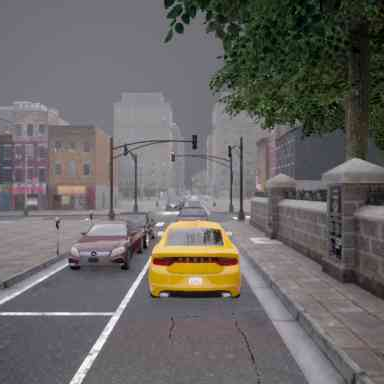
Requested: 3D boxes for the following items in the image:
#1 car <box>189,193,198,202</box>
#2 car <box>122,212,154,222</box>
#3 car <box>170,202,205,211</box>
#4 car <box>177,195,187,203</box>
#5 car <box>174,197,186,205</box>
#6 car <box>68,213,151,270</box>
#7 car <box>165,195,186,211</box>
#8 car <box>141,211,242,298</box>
[{"bbox_3d":[0.368,1.508,66.839,1.812,1.442,4.674,0,0,0],"label":"car"},{"bbox_3d":[-2.621,1.565,14.629,1.947,1.339,4.313,0,0,0],"label":"car"},{"bbox_3d":[0.026,1.546,19.050,2.033,1.411,5.357,0,0,0],"label":"car"},{"bbox_3d":[-2.132,1.480,71.825,1.837,1.490,4.892,0,0,0],"label":"car"},{"bbox_3d":[-2.201,1.586,61.624,1.895,1.301,4.718,0,0,0],"label":"car"},{"bbox_3d":[-2.625,1.581,10.966,1.802,1.307,4.206,0,0,0],"label":"car"},{"bbox_3d":[-2.239,1.482,41.628,2.128,1.511,4.902,0,0,0],"label":"car"},{"bbox_3d":[0.076,1.477,8.561,1.882,1.535,5.008,0,0,0],"label":"car"}]
